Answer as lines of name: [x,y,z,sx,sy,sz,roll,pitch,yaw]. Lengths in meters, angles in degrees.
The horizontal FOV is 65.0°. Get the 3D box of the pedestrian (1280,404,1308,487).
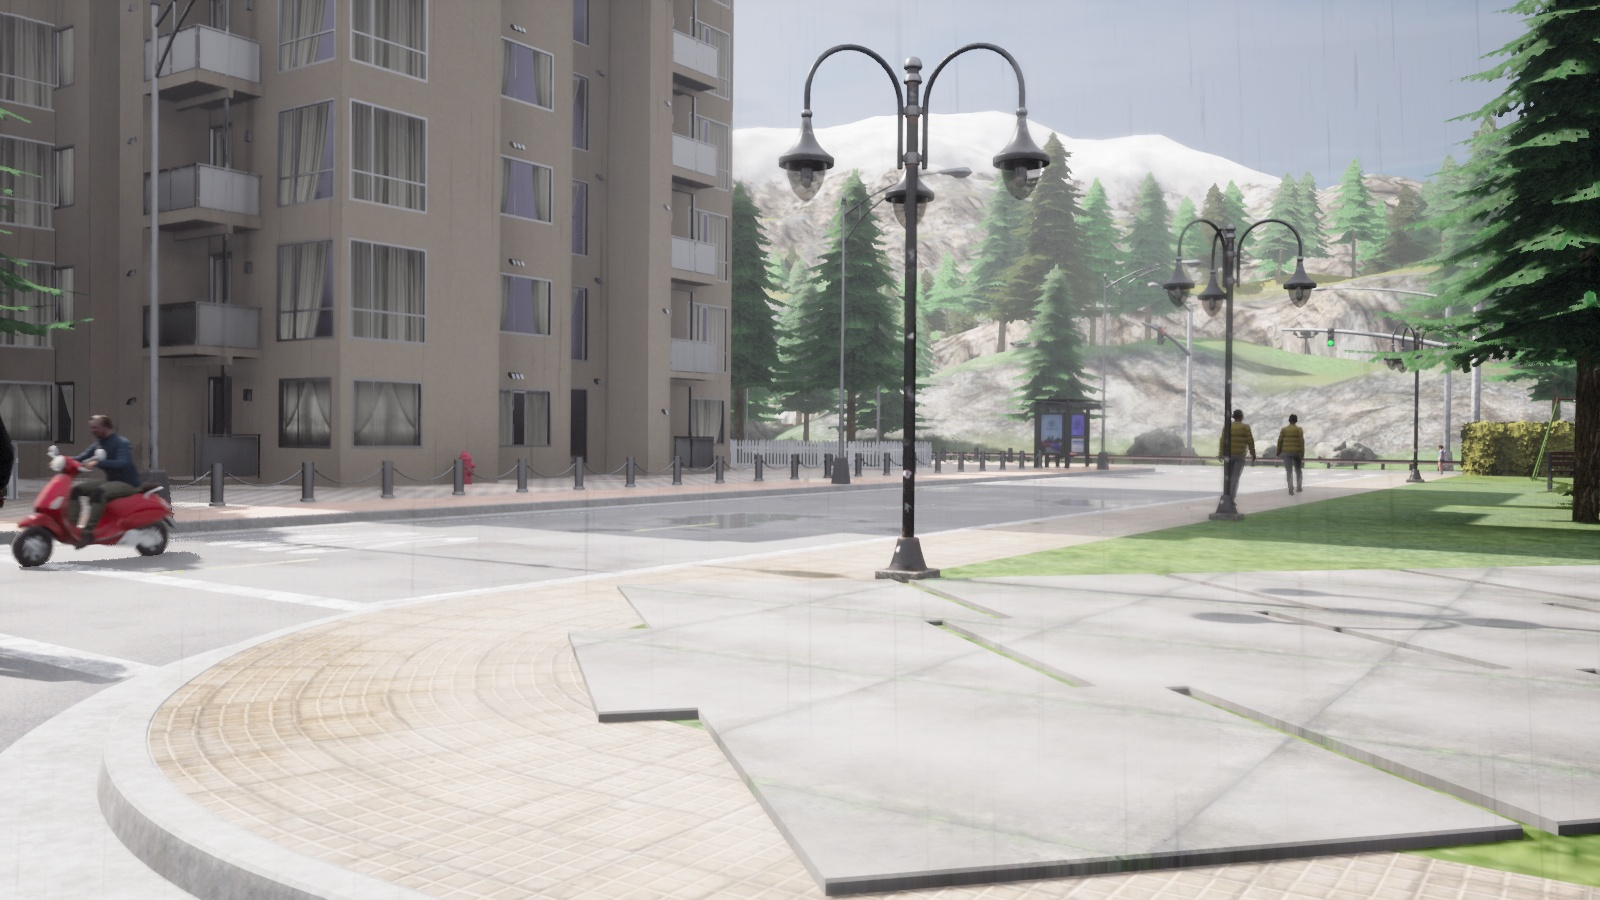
pedestrian: [11.083,-0.109,28.169,0.431,1.840,0.709,0,1,34]

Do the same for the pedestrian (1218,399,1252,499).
pedestrian: [8.172,-0.020,23.580,0.431,1.840,0.709,0,1,32]

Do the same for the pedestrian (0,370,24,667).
pedestrian: [-5.523,0.448,8.296,0.666,1.930,0.402,0,1,33]

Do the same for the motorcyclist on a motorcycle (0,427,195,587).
motorcyclist on a motorcycle: [-7.604,0.553,13.494,0.866,1.590,1.817,1,1,28]
